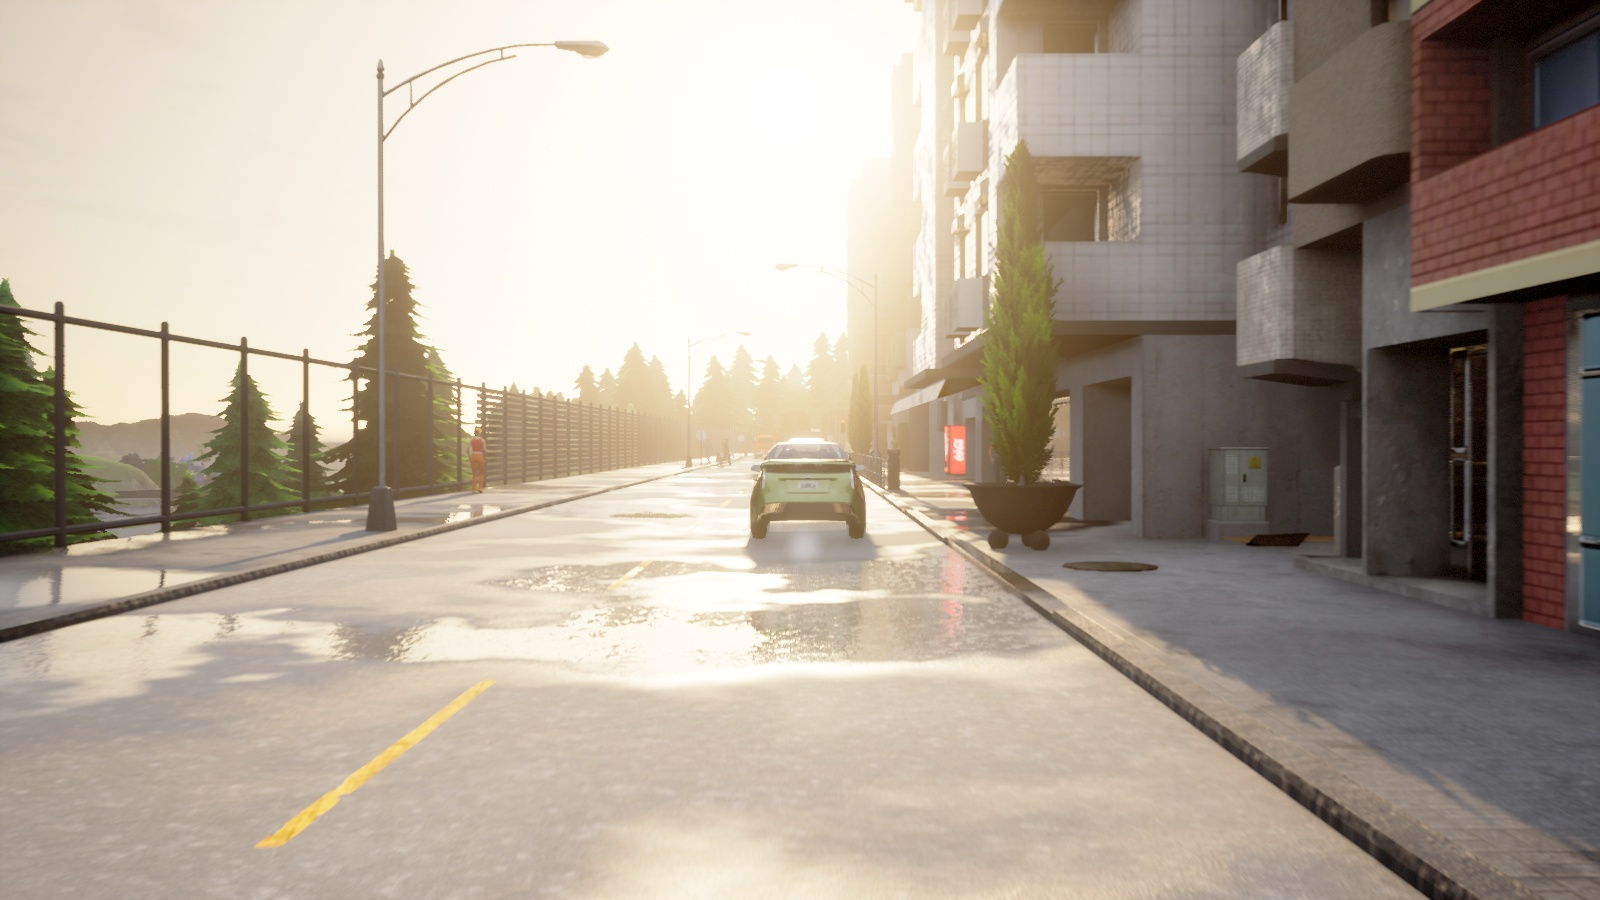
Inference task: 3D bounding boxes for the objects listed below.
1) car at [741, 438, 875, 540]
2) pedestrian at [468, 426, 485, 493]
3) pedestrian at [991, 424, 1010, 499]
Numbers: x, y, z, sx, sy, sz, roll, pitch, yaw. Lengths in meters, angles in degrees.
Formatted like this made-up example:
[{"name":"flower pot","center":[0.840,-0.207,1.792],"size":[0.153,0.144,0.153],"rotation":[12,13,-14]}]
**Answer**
[{"name":"car","center":[0.132,0.575,21.077],"size":[2.007,1.525,4.514],"rotation":[0,0,0]},{"name":"pedestrian","center":[-8.879,0.255,34.510],"size":[0.345,1.836,0.594],"rotation":[0,0,-3]},{"name":"pedestrian","center":[5.021,0.283,31.424],"size":[0.345,1.836,0.594],"rotation":[0,0,-2]}]
